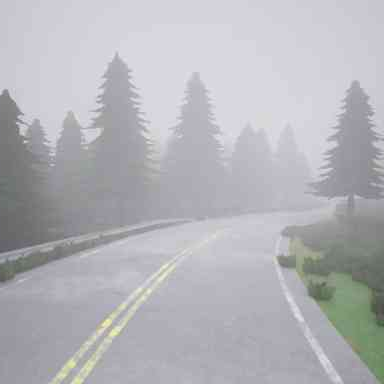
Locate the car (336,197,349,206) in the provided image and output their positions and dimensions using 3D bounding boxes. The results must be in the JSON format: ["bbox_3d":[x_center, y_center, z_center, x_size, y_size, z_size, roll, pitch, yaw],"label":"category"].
[{"bbox_3d":[30.618,1.921,67.755,2.097,1.767,4.553,2,0,23],"label":"car"}]

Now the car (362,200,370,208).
[{"bbox_3d":[25.357,1.914,50.659,2.097,1.767,4.553,3,1,33],"label":"car"}]

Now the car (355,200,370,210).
[{"bbox_3d":[28.615,2.137,55.815,1.837,1.490,4.892,3,1,32],"label":"car"}]

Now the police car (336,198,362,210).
[{"bbox_3d":[19.782,1.874,42.383,1.930,1.638,5.238,3,1,35],"label":"police car"}]

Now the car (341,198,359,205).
[{"bbox_3d":[35.809,2.055,75.555,1.837,1.490,4.892,0,0,2],"label":"car"}]
